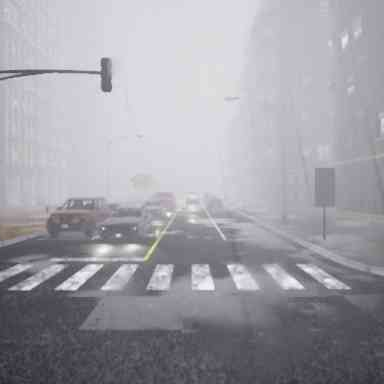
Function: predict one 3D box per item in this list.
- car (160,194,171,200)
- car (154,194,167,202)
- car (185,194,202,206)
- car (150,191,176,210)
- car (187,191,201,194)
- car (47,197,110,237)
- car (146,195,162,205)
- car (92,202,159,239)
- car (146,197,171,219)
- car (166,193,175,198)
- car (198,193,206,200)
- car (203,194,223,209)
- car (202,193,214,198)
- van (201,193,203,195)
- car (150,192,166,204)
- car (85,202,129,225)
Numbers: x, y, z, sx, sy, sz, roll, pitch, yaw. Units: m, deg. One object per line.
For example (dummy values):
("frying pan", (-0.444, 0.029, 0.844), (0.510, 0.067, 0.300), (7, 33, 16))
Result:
("car", (-5.716, 1.087, 72.645), (2.008, 1.369, 4.403), (0, 0, 0))
("car", (-5.713, 1.150, 61.600), (2.008, 1.369, 4.403), (0, 0, 0))
("car", (0.084, 1.287, 46.876), (1.895, 1.301, 4.718), (0, 0, 0))
("car", (-3.064, 0.965, 37.803), (2.150, 2.045, 5.566), (0, 0, 3))
("car", (-0.019, 0.845, 57.291), (2.150, 2.045, 5.566), (0, 0, 0))
("car", (-5.698, 1.195, 17.416), (2.192, 1.841, 5.009), (0, 0, 0))
("car", (-5.709, 1.230, 50.555), (1.947, 1.339, 4.313), (0, 0, 0))
("car", (-3.106, 1.431, 16.710), (2.033, 1.411, 5.357), (0, 0, 0))
("car", (-3.109, 1.361, 27.163), (2.033, 1.411, 5.357), (0, 0, 0))
("car", (-5.722, 1.010, 89.214), (1.947, 1.339, 4.313), (0, 0, 0))
("car", (2.325, 0.954, 79.736), (1.801, 1.575, 5.366), (0, 0, 0))
("car", (2.676, 1.298, 39.511), (1.947, 1.339, 4.313), (0, 0, 0))
("car", (2.674, 1.222, 45.204), (1.752, 1.417, 4.829), (0, 0, 0))
("van", (2.672, 1.005, 50.556), (1.690, 1.788, 3.998), (0, 0, 0))
("car", (-5.711, 0.946, 56.075), (2.192, 1.841, 5.009), (0, 0, 0))
("car", (-5.700, 1.408, 22.941), (1.947, 1.339, 4.313), (0, 0, 0))
